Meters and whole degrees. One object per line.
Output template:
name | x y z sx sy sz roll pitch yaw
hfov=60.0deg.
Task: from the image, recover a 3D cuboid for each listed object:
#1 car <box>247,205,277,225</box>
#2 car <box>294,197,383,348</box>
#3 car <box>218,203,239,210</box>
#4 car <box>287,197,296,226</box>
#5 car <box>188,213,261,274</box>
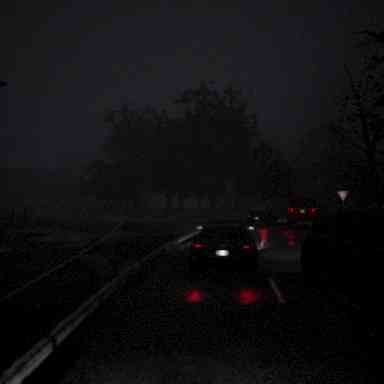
car | 5.505 1.737 26.091 1.812 1.442 4.674 -1 -1 22
car | 3.761 1.238 6.375 2.150 2.045 5.566 0 0 4
car | 7.849 3.124 70.963 4.674 1.442 1.812 -1 -2 36
car | 8.207 1.383 24.230 2.150 2.045 5.566 -1 -1 22
car | 1.069 1.600 10.849 1.994 1.385 4.181 0 0 8
